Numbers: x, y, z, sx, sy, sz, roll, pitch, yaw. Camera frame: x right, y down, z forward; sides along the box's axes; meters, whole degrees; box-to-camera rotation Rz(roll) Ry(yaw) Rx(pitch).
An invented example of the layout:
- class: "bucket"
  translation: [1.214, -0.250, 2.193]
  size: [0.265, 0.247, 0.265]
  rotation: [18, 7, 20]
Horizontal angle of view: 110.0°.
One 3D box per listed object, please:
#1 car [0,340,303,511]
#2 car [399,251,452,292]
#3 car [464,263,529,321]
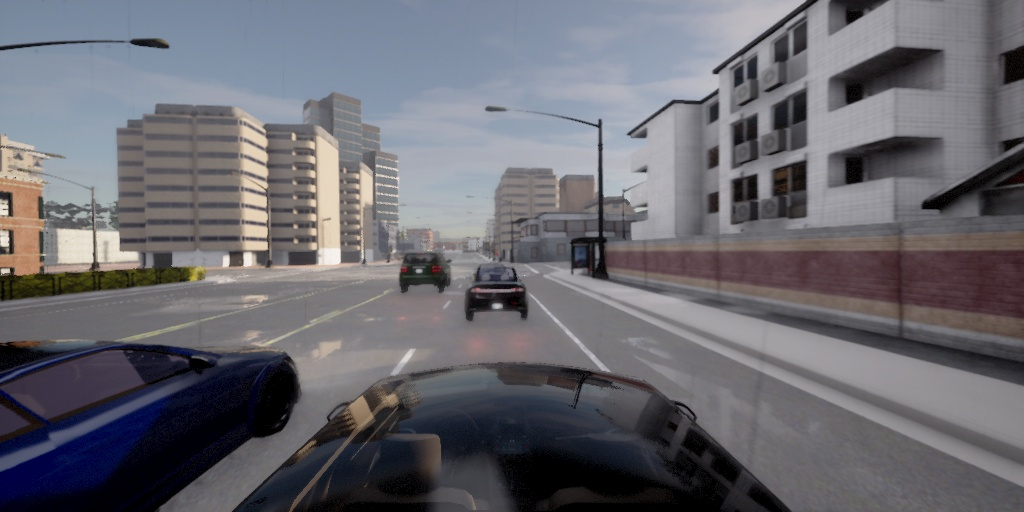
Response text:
- class: "car"
  translation: [-3.584, 1.338, 2.766]
  size: [1.994, 1.385, 4.181]
  rotation: [-1, 1, -1]
- class: "car"
  translation: [-4.586, 0.762, 19.579]
  size: [2.150, 2.045, 5.566]
  rotation: [-1, 1, -5]
- class: "car"
  translation: [-0.539, 1.097, 11.909]
  size: [2.128, 1.511, 4.902]
  rotation: [-1, 1, -4]
